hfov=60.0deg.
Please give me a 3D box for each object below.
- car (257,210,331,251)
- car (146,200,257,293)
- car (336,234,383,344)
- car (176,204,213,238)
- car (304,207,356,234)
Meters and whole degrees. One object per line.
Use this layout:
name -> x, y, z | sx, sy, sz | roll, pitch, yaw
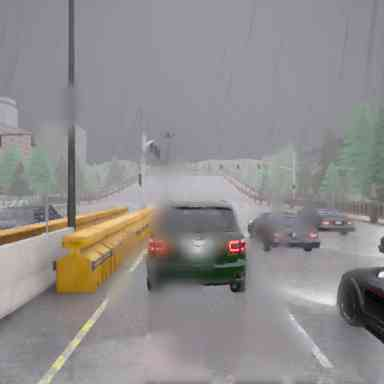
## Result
car -> 3.615, 1.547, 13.990 | 2.033, 1.411, 5.357 | 0, 0, 0
car -> 0.110, 1.222, 9.030 | 2.150, 2.045, 5.566 | 0, 0, 0
car -> 3.606, 1.564, 4.361 | 1.994, 1.385, 4.181 | 0, 0, 0
car -> 0.119, 1.505, 18.881 | 1.837, 1.490, 4.892 | 0, 0, 0
car -> 7.116, 1.547, 18.654 | 2.033, 1.411, 5.357 | 0, 0, 0
